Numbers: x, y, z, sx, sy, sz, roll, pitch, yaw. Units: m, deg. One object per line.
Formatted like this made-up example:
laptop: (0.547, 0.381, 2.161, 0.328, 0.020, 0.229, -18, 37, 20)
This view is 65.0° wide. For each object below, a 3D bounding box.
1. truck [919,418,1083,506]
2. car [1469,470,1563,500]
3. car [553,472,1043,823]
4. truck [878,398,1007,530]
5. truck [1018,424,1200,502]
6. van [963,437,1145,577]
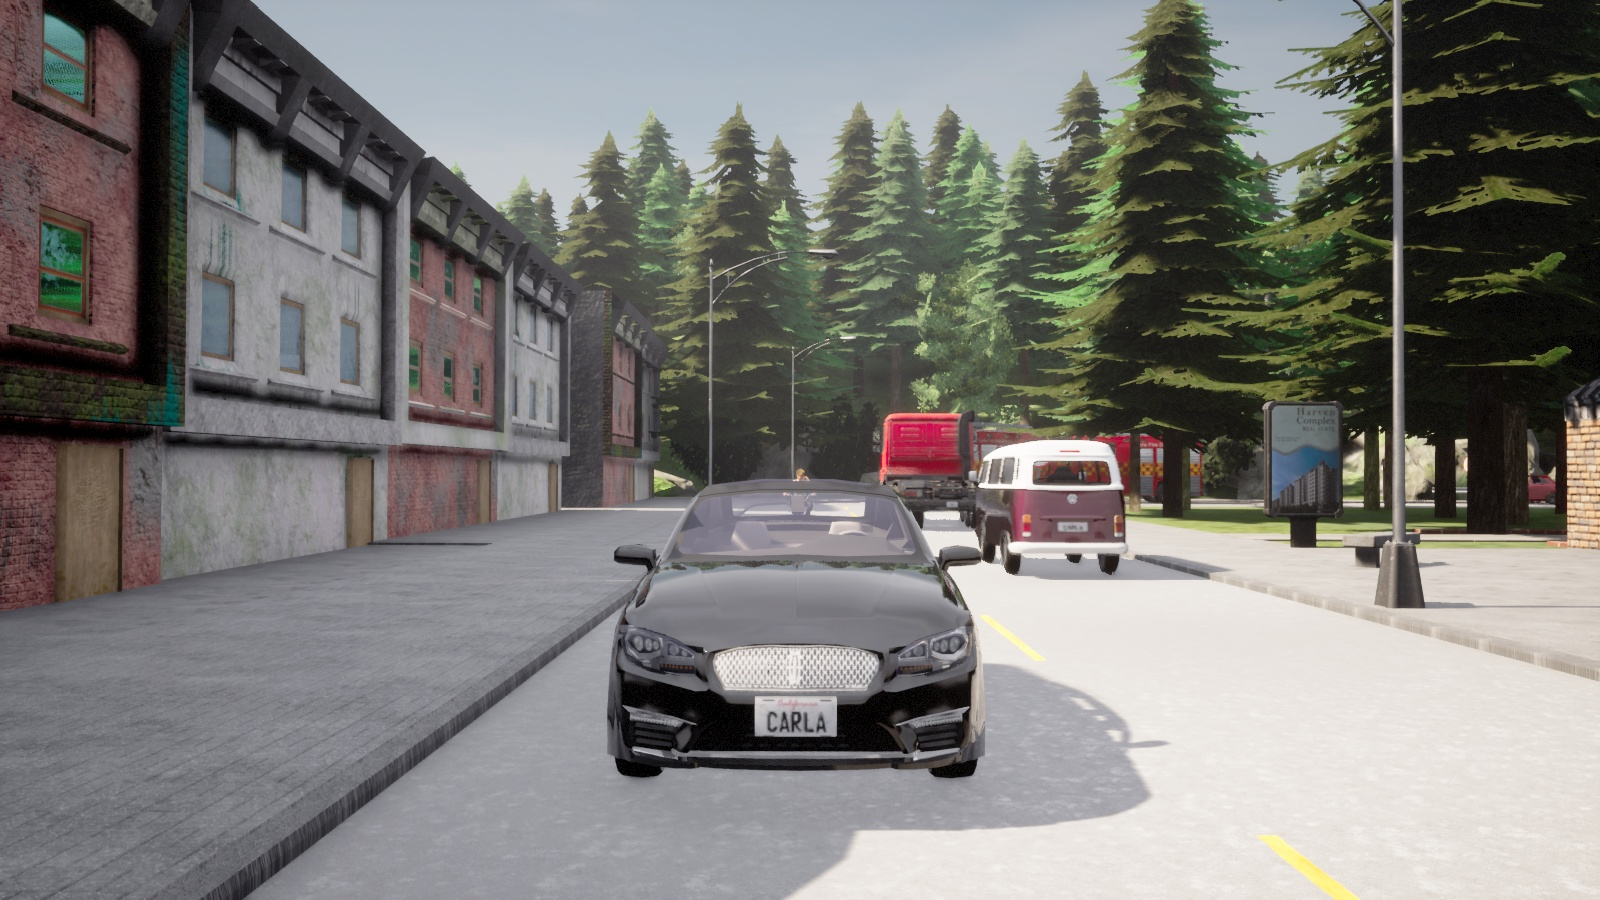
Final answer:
truck: (9.494, 0.595, 58.608, 8.468, 3.827, 2.891, 1, -2, -42)
car: (36.126, 1.746, 63.420, 3.633, 1.501, 1.845, 0, -1, 0)
car: (-0.007, 0.904, 7.918, 2.128, 1.511, 4.902, 0, -1, 0)
truck: (4.009, 0.437, 37.067, 2.891, 3.462, 7.936, 0, -1, 0)
truck: (15.520, 0.647, 63.480, 8.468, 3.827, 2.891, 0, -1, -1)
van: (4.000, 0.867, 20.594, 2.069, 2.038, 4.480, 0, -1, 0)
